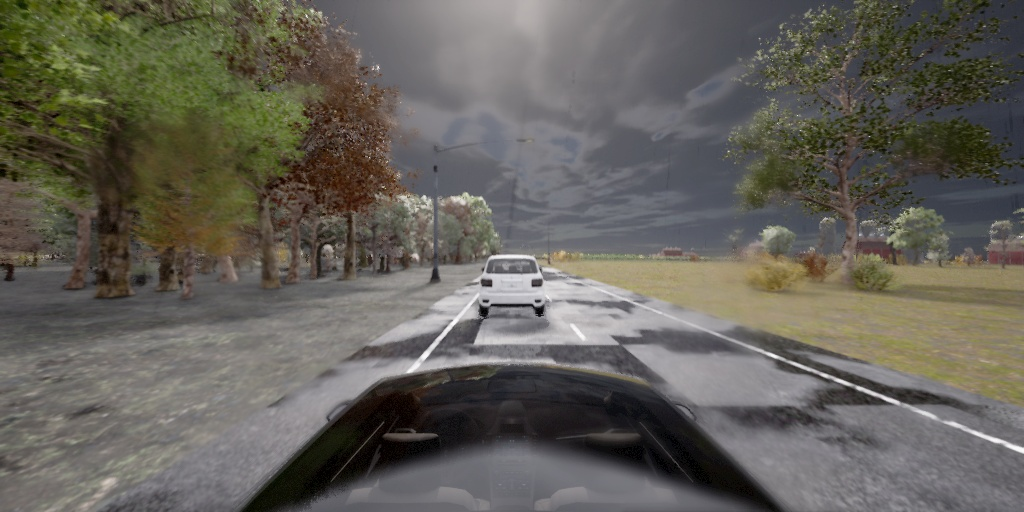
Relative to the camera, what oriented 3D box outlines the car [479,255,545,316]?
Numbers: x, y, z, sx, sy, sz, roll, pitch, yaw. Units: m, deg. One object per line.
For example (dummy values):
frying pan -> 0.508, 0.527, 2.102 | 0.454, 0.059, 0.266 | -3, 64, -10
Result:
car -> -0.004, 1.004, 13.612 | 2.150, 2.045, 5.566 | 0, 0, 0
